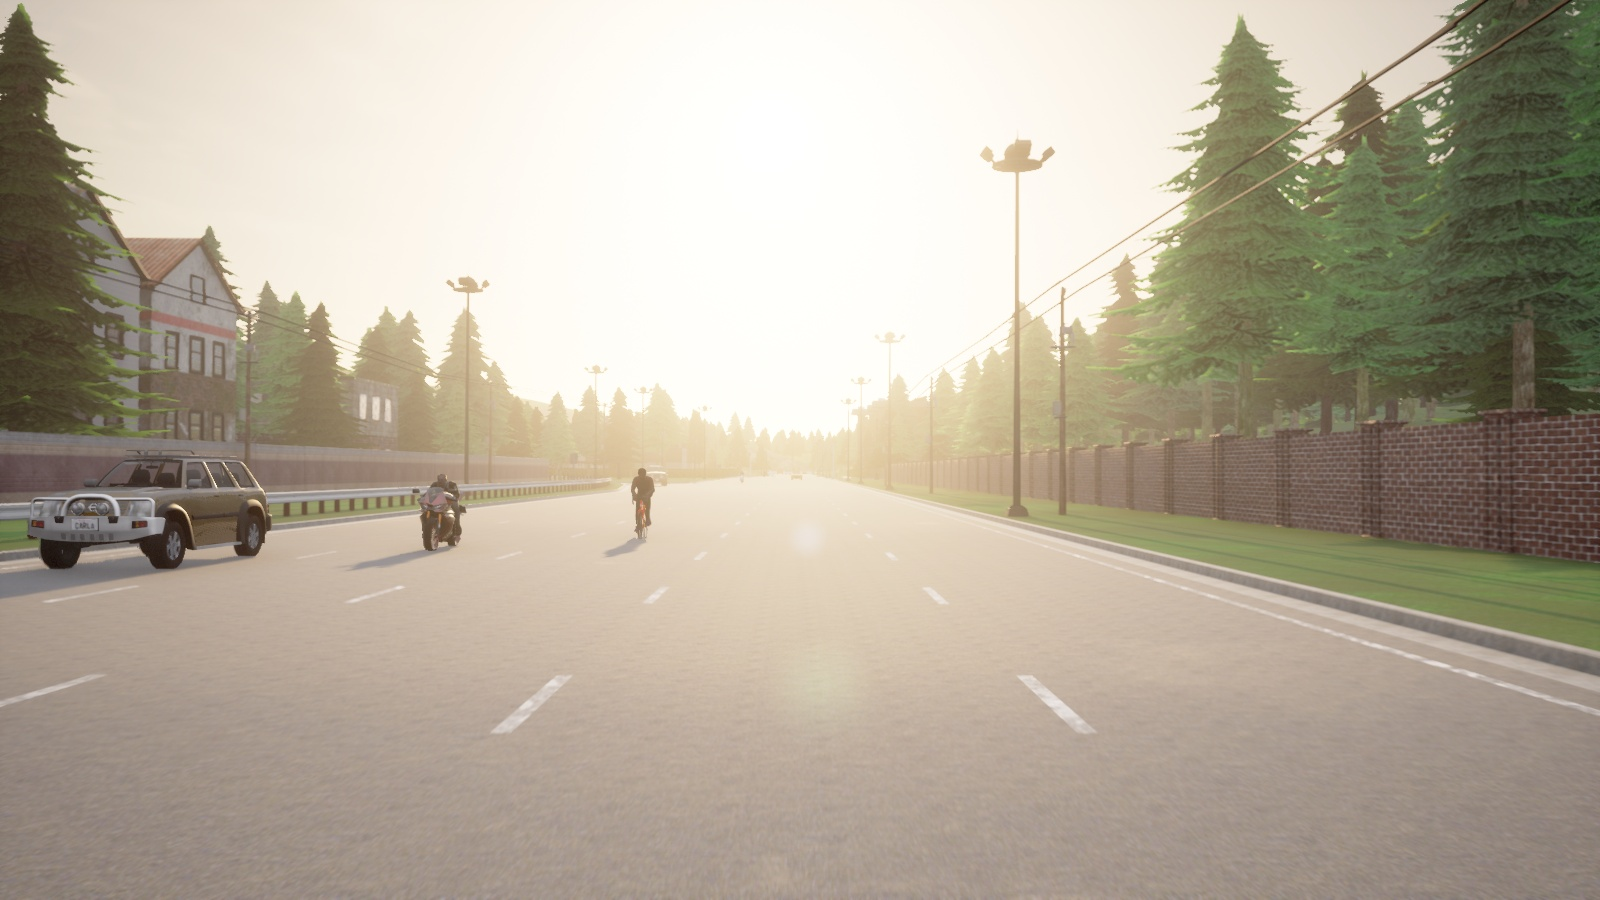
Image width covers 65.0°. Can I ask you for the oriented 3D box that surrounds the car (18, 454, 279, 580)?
[{"bbox_3d":[-10.551,1.022,20.791,1.932,1.855,4.605,0,-1,0],"label":"car"}]

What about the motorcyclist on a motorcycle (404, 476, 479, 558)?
[{"bbox_3d":[-7.060,1.294,24.845,0.866,1.530,2.191,0,-1,0],"label":"motorcyclist on a motorcycle"}]

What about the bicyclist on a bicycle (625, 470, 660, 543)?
[{"bbox_3d":[-3.569,1.260,28.582,0.582,1.620,1.656,0,-1,0],"label":"bicyclist on a bicycle"}]
